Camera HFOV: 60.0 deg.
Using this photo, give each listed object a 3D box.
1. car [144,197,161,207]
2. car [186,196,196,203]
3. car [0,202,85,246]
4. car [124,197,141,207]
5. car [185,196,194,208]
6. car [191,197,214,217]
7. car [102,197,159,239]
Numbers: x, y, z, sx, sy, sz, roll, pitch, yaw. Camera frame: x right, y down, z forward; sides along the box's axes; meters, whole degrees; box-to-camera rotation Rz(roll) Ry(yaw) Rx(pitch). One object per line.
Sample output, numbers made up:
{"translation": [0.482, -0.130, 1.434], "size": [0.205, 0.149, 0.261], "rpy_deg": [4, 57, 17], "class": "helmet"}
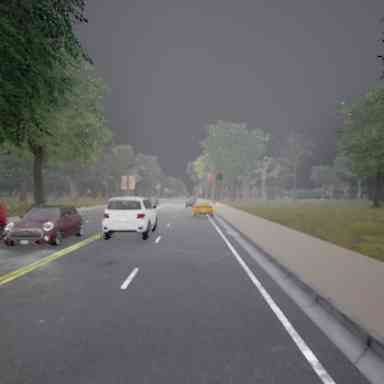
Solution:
{"translation": [-6.649, 1.639, 56.529], "size": [2.128, 1.511, 4.902], "rpy_deg": [0, 0, 0], "class": "car"}
{"translation": [-0.120, 1.558, 69.737], "size": [2.033, 1.411, 5.357], "rpy_deg": [0, 0, 0], "class": "car"}
{"translation": [-6.612, 1.396, 15.362], "size": [2.097, 1.767, 4.553], "rpy_deg": [0, 0, 0], "class": "car"}
{"translation": [-9.892, 1.622, 55.625], "size": [1.882, 1.535, 5.008], "rpy_deg": [0, 0, 0], "class": "car"}
{"translation": [-0.078, 1.674, 50.212], "size": [2.033, 1.411, 5.357], "rpy_deg": [0, 0, 0], "class": "car"}
{"translation": [1.091, 1.564, 32.768], "size": [1.882, 1.535, 5.008], "rpy_deg": [0, 0, 0], "class": "car"}
{"translation": [-3.166, 1.272, 17.824], "size": [2.150, 2.045, 5.566], "rpy_deg": [0, 0, 0], "class": "car"}
